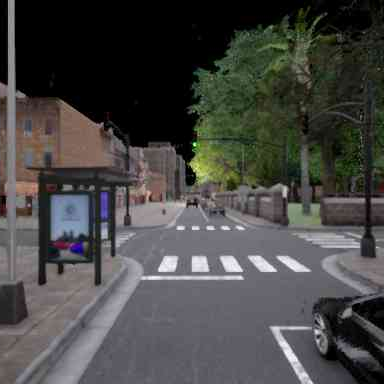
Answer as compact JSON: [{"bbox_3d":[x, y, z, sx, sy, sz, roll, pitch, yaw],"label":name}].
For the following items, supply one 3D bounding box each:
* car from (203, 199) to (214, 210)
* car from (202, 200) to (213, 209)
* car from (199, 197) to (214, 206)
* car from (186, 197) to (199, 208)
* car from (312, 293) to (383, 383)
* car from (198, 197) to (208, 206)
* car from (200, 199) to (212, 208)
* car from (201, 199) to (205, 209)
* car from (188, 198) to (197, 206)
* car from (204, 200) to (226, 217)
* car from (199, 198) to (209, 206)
[{"bbox_3d":[2.642,1.924,41.294,1.752,1.417,4.829,-1,-1,0],"label":"car"},{"bbox_3d":[2.647,2.126,57.644,1.752,1.417,4.829,-1,-1,0],"label":"car"},{"bbox_3d":[2.641,1.844,52.027,2.192,1.841,5.009,-1,-1,0],"label":"car"},{"bbox_3d":[0.025,1.857,60.267,2.150,2.045,5.566,0,-1,0],"label":"car"},{"bbox_3d":[2.630,1.593,3.162,1.947,1.339,4.313,-1,0,0],"label":"car"},{"bbox_3d":[2.650,2.215,79.277,2.192,1.841,5.009,-1,-1,0],"label":"car"},{"bbox_3d":[2.647,2.110,62.926,1.967,1.590,4.097,-1,-1,0],"label":"car"},{"bbox_3d":[2.644,2.011,46.575,2.008,1.369,4.403,-1,-1,0],"label":"car"},{"bbox_3d":[0.029,2.108,70.654,1.837,1.490,4.892,0,-1,0],"label":"car"},{"bbox_3d":[2.641,1.886,35.675,2.008,1.369,4.403,-1,-1,0],"label":"car"},{"bbox_3d":[2.651,2.261,73.825,1.967,1.590,4.097,-1,-1,0],"label":"car"}]
